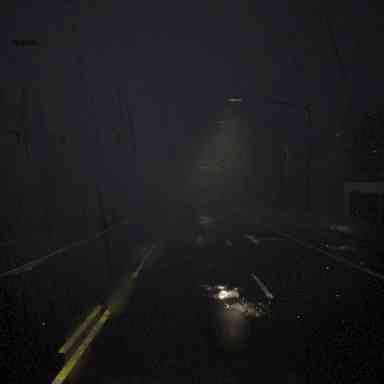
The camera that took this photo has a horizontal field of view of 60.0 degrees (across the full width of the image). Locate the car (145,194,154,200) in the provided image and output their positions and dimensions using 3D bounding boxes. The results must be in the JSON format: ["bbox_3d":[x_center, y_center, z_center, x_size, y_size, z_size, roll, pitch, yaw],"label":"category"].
[{"bbox_3d":[-10.494,1.197,82.171,1.882,1.535,5.008,0,0,0],"label":"car"}]
